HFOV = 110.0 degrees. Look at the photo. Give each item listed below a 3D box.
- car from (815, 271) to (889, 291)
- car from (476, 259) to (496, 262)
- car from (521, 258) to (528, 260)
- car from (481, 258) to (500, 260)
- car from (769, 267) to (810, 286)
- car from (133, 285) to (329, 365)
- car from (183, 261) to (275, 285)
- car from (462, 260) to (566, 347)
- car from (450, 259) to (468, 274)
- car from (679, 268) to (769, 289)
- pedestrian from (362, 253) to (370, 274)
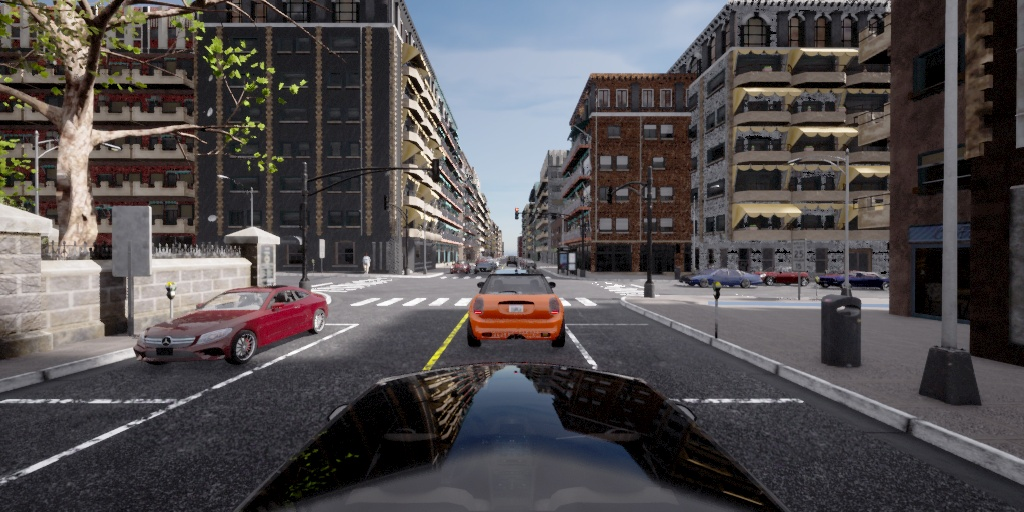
[{"bbox_3d":[25.248,1.815,26.347,4.718,1.301,1.895,1,0,-1],"label":"car"},{"bbox_3d":[-3.144,1.312,40.671,1.994,1.385,4.181,0,0,0],"label":"car"},{"bbox_3d":[2.622,1.298,51.668,2.007,1.370,4.403,0,0,0],"label":"car"},{"bbox_3d":[-3.155,1.312,49.956,1.994,1.385,4.181,0,0,0],"label":"car"},{"bbox_3d":[21.343,1.571,28.859,4.097,1.591,1.967,0,0,-1],"label":"car"},{"bbox_3d":[-5.697,1.331,7.974,1.802,1.307,4.207,0,0,0],"label":"car"},{"bbox_3d":[-17.677,1.035,22.569,4.181,1.385,1.994,1,0,-1],"label":"car"},{"bbox_3d":[0.116,1.101,9.484,2.097,1.767,4.553,0,0,1],"label":"car"},{"bbox_3d":[-5.743,1.187,40.385,1.967,1.591,4.097,0,0,0],"label":"car"},{"bbox_3d":[15.215,1.584,26.214,5.357,1.411,2.033,1,0,-1],"label":"car"},{"bbox_3d":[-12.754,0.651,31.367,0.375,1.860,0.375,0,-1,-1],"label":"pedestrian"}]
